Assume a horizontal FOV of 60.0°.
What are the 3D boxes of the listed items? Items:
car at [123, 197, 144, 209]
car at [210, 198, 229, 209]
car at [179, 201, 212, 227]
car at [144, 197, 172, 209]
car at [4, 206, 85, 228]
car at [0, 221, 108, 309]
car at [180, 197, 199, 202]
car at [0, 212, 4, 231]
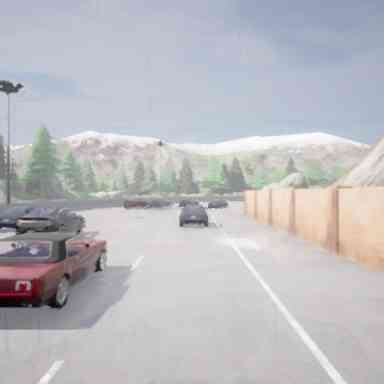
[{"bbox_3d":[-7.633,1.491,45.957,1.882,1.535,5.008,-1,-1,17],"label":"car"},{"bbox_3d":[3.796,1.576,47.023,1.994,1.385,4.181,0,0,22],"label":"car"},{"bbox_3d":[0.149,1.570,23.001,1.994,1.385,4.181,0,0,1],"label":"car"},{"bbox_3d":[-4.246,1.516,45.152,1.837,1.490,4.892,-2,-1,18],"label":"car"},{"bbox_3d":[-6.893,1.496,16.723,2.128,1.511,4.902,0,0,0],"label":"car"},{"bbox_3d":[-3.394,1.603,7.791,1.895,1.301,4.718,0,0,0],"label":"car"},{"bbox_3d":[-0.298,1.516,46.132,1.837,1.490,4.892,-2,-1,19],"label":"car"},{"bbox_3d":[-10.381,1.570,20.648,1.994,1.385,4.181,0,0,0],"label":"car"}]
